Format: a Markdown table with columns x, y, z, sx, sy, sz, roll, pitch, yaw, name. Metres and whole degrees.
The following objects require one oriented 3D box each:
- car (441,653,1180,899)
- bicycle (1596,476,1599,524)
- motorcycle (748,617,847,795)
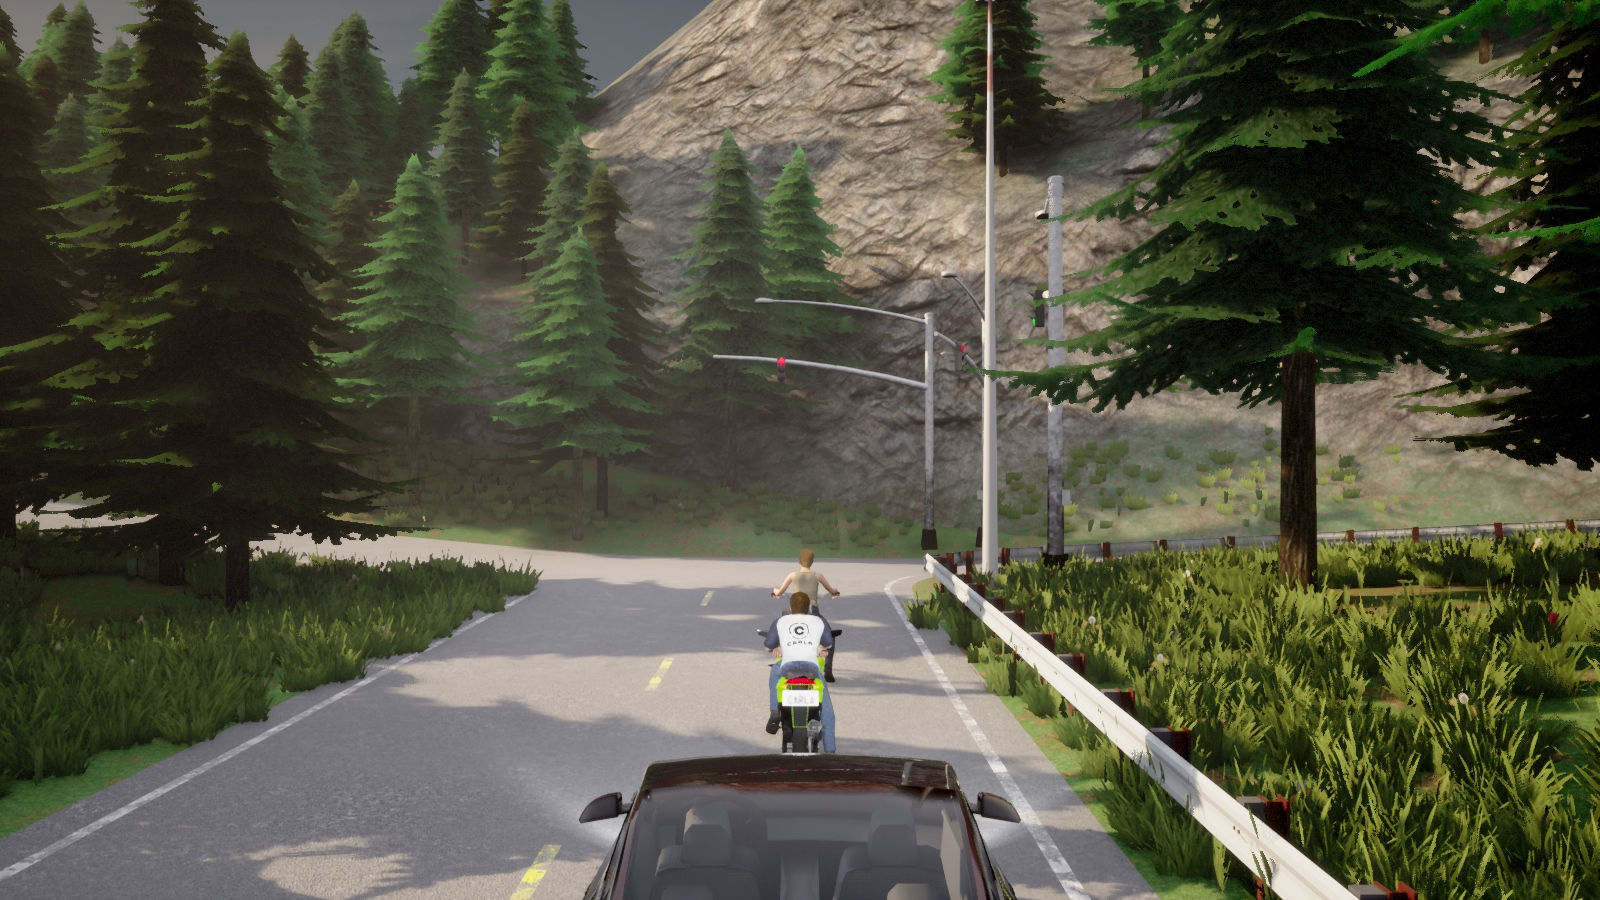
| x | y | z | sx | sy | sz | roll | pitch | yaw | name |
| --- | --- | --- | --- | --- | --- | --- | --- | --- | --- |
| 0.029 | 2.063 | 5.012 | 2.163 | 1.488 | 4.792 | 0 | 0 | 0 | car |
| 21.727 | 1.355 | 29.474 | 1.835 | 1.471 | 0.329 | -5 | -2 | 26 | bicycle |
| -0.020 | 2.213 | 10.238 | 0.803 | 1.145 | 2.033 | 0 | 0 | 0 | motorcycle |
